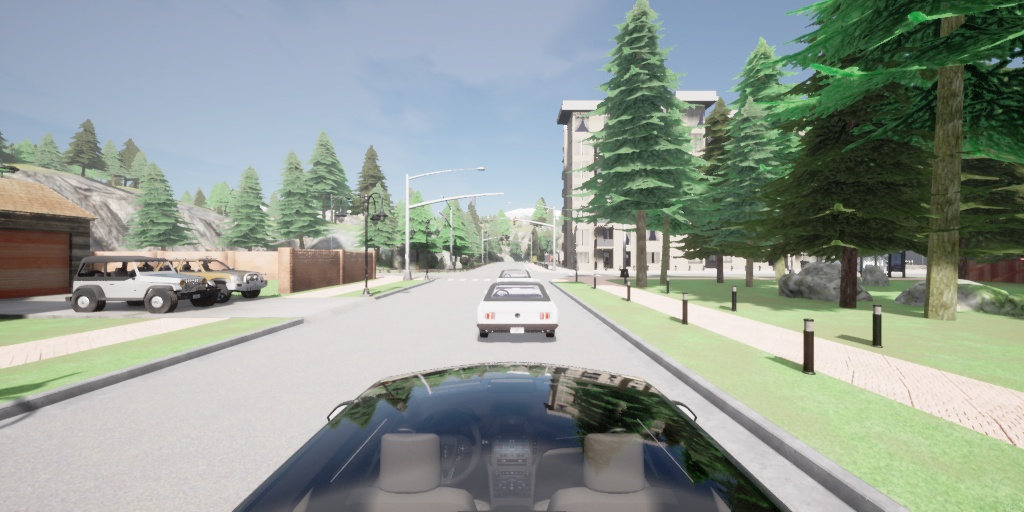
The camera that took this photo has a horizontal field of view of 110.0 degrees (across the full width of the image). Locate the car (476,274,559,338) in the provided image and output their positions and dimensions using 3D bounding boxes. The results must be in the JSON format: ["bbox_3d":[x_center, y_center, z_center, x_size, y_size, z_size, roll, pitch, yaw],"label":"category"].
[{"bbox_3d":[0.131,1.351,10.148,1.895,1.301,4.718,0,0,0],"label":"car"}]

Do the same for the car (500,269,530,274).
[{"bbox_3d":[0.160,1.351,19.316,1.895,1.301,4.718,0,0,0],"label":"car"}]
